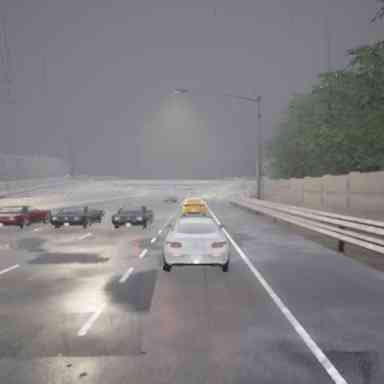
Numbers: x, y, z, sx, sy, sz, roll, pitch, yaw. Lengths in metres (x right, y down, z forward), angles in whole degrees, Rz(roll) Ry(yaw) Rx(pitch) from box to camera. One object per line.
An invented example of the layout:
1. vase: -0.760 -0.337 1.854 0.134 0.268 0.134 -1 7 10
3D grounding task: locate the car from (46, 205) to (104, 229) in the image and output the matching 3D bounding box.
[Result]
1. car: -6.859 1.456 20.434 1.895 1.301 4.718 0 1 0

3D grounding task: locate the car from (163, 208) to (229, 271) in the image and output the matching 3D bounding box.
1. car: 0.127 1.483 10.705 1.812 1.442 4.674 0 0 0

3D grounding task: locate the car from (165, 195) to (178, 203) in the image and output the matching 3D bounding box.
1. car: -3.234 1.077 52.880 1.895 1.301 4.718 0 1 0

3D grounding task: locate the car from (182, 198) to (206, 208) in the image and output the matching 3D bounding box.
1. car: 0.183 1.236 28.742 1.882 1.535 5.008 0 1 0

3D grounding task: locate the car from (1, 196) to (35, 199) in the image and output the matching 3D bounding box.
1. car: -20.832 1.161 41.353 2.033 1.411 5.357 0 1 0

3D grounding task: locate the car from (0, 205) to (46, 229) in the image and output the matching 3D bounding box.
1. car: -10.359 1.458 20.286 1.895 1.301 4.718 0 1 0

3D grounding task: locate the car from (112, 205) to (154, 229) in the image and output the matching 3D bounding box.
1. car: -3.461 1.458 20.404 1.895 1.301 4.718 0 1 0
